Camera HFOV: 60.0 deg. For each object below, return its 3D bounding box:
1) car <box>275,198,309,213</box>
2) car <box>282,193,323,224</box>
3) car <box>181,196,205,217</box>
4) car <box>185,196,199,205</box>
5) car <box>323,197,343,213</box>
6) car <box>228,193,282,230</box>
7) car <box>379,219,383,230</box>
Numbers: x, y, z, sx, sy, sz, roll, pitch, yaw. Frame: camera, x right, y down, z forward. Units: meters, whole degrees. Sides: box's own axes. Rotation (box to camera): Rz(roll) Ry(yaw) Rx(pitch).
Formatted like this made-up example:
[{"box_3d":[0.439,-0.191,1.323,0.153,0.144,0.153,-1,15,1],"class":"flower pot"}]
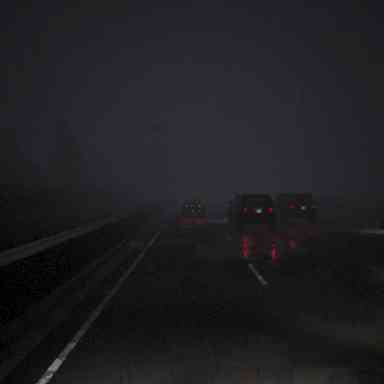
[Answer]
[{"box_3d":[10.600,1.376,35.633,2.033,1.411,5.357,0,0,0],"class":"car"},{"box_3d":[7.100,1.107,23.898,2.150,2.045,5.566,0,0,0],"class":"car"},{"box_3d":[0.083,1.349,29.589,2.128,1.511,4.902,0,0,0],"class":"car"},{"box_3d":[0.004,1.315,51.885,1.994,1.385,4.181,0,0,0],"class":"car"},{"box_3d":[14.099,1.309,35.175,1.882,1.535,5.008,0,0,0],"class":"car"},{"box_3d":[3.588,1.122,20.581,2.150,2.045,5.566,0,0,0],"class":"car"},{"box_3d":[10.601,1.477,14.698,2.033,1.411,5.357,0,0,0],"class":"car"}]
